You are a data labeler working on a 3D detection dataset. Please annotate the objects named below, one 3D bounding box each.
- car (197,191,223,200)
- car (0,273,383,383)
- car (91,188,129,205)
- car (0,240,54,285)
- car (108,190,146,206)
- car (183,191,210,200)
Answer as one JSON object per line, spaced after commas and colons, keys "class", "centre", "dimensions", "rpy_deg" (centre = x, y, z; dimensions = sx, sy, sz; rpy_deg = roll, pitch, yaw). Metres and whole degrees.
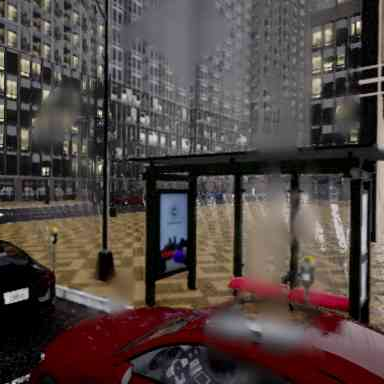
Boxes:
{"class": "car", "centre": [3.519, 0.560, 57.627], "dimensions": [1.882, 1.535, 5.008], "rpy_deg": [1, 1, 35]}
{"class": "car", "centre": [0.381, 1.577, 2.731], "dimensions": [4.206, 1.307, 1.802], "rpy_deg": [0, 1, 36]}
{"class": "car", "centre": [-10.381, 0.561, 43.236], "dimensions": [2.150, 2.045, 5.566], "rpy_deg": [1, 1, 34]}
{"class": "car", "centre": [-4.236, 1.539, 6.050], "dimensions": [4.313, 1.339, 1.947], "rpy_deg": [0, 1, 36]}
{"class": "car", "centre": [-7.667, 0.858, 41.451], "dimensions": [1.882, 1.535, 5.008], "rpy_deg": [1, 1, 34]}
{"class": "car", "centre": [0.852, 0.599, 59.486], "dimensions": [2.033, 1.411, 5.357], "rpy_deg": [1, 1, 35]}
